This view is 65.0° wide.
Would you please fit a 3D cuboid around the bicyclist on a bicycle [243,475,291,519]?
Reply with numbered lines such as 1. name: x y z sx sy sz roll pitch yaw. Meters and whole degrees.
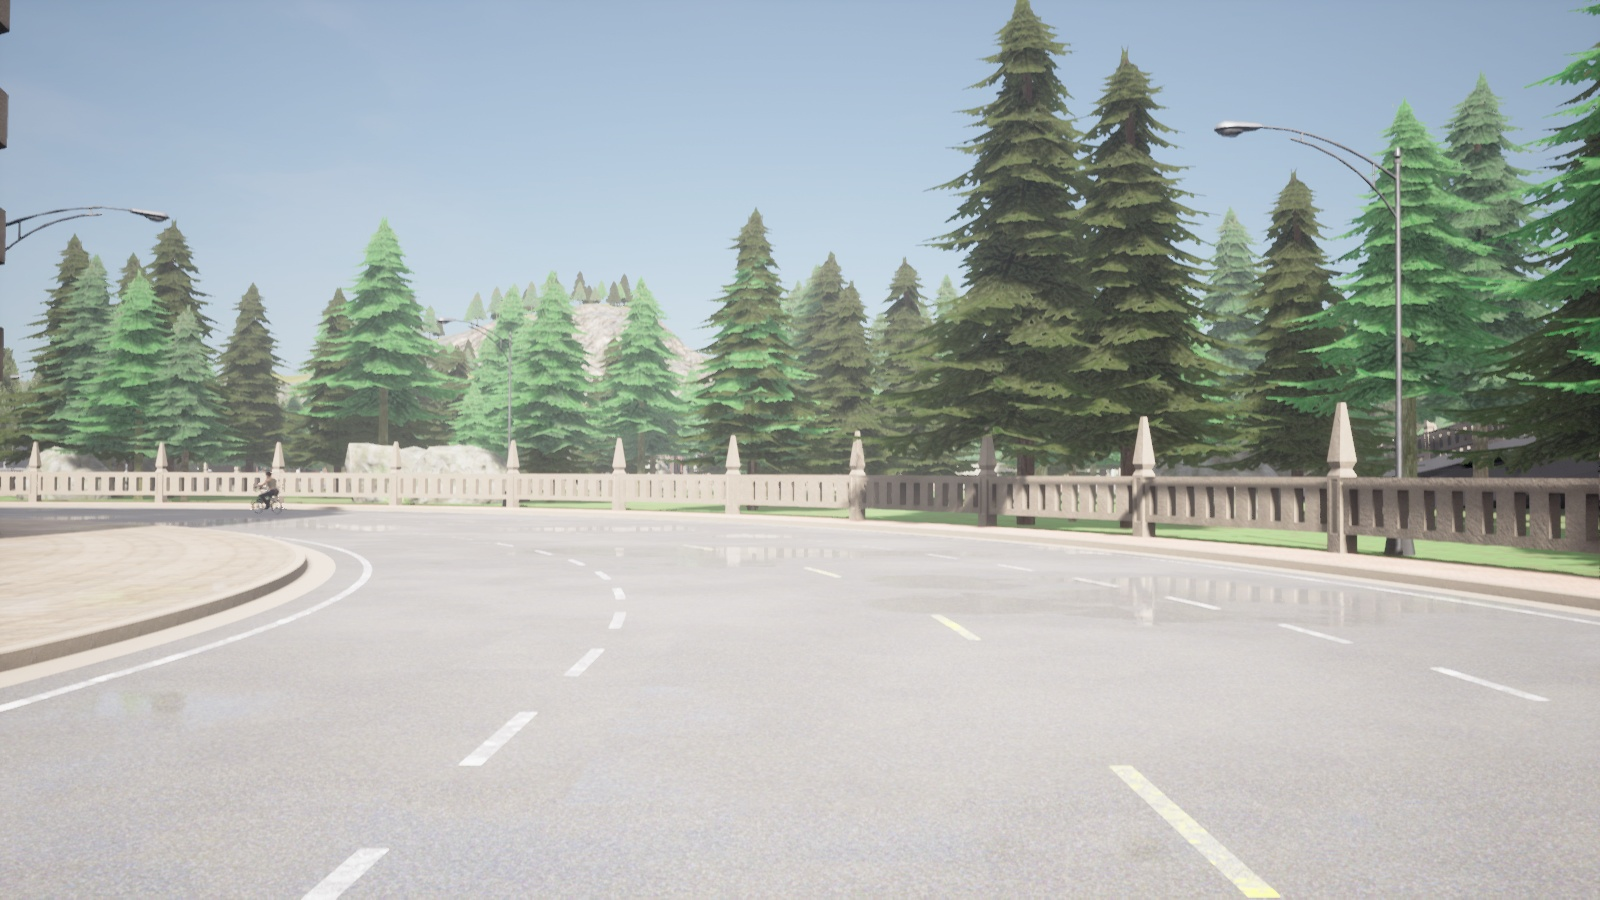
1. bicyclist on a bicycle: -19.801 1.742 46.649 1.509 1.612 0.866 -1 -1 25
